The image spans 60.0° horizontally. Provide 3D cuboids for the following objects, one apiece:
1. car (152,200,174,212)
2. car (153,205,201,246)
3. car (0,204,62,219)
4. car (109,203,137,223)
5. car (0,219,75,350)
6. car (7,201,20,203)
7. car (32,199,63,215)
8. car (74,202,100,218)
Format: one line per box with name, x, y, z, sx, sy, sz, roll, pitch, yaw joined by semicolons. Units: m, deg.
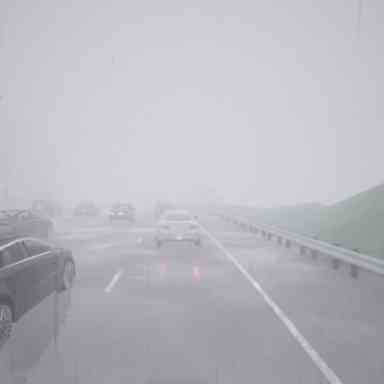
car;-2.660;1.511;31.038;2.128;1.511;4.902;0;0;-9
car;-0.680;1.534;15.199;1.812;1.442;4.674;0;0;-5
car;-7.633;1.513;14.452;2.128;1.511;4.902;0;0;-4
car;-5.387;1.570;25.970;2.033;1.411;5.357;0;0;-8
car;-3.641;1.502;6.029;2.128;1.511;4.902;0;0;-2
car;-32.442;1.428;60.987;2.097;1.767;4.553;0;0;-20
car;-13.157;1.391;30.111;2.097;1.767;4.553;0;0;-10
car;-9.789;1.597;31.170;1.994;1.385;4.181;0;0;-10
